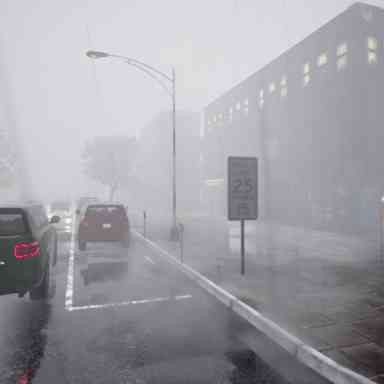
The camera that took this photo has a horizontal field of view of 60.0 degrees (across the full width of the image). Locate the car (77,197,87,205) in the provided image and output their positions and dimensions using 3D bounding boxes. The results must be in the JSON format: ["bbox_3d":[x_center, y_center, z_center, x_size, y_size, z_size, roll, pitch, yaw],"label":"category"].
[{"bbox_3d":[-20.360,1.594,61.450,1.802,1.307,4.206,1,0,-19],"label":"car"}]

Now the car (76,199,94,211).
[{"bbox_3d":[-13.041,1.578,40.521,1.947,1.339,4.313,1,0,-19],"label":"car"}]

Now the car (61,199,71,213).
[{"bbox_3d":[-14.795,1.489,37.524,1.882,1.535,5.008,0,0,-19],"label":"car"}]

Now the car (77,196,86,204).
[{"bbox_3d":[-22.245,1.537,66.844,1.752,1.417,4.829,1,0,-19],"label":"car"}]

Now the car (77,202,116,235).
[{"bbox_3d":[-5.720,1.447,19.591,1.967,1.590,4.097,1,0,-19],"label":"car"}]

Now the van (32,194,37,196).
[{"bbox_3d":[-26.433,1.352,53.441,1.690,1.788,3.998,1,0,-19],"label":"van"}]

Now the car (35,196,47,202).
[{"bbox_3d":[-33.755,1.558,74.370,2.008,1.369,4.403,1,0,-19],"label":"car"}]

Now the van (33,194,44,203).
[{"bbox_3d":[-31.922,1.350,69.138,1.690,1.788,3.998,1,0,-19],"label":"van"}]

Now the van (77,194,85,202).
[{"bbox_3d":[-25.846,1.351,77.150,1.690,1.788,3.998,1,0,-19],"label":"van"}]

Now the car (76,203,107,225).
[{"bbox_3d":[-7.552,1.559,24.824,2.008,1.369,4.403,1,0,-19],"label":"car"}]

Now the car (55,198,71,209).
[{"bbox_3d":[-18.119,1.613,46.865,1.895,1.301,4.718,0,0,-19],"label":"car"}]

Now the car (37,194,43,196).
[{"bbox_3d":[-30.094,1.450,63.906,1.967,1.590,4.097,1,0,-19],"label":"car"}]

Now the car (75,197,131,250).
[{"bbox_3d":[-3.889,1.320,14.359,2.192,1.841,5.009,1,0,-19],"label":"car"}]

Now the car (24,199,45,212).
[{"bbox_3d":[-19.005,1.612,40.312,1.895,1.301,4.718,0,0,-19],"label":"car"}]

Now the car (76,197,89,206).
[{"bbox_3d":[-18.529,1.563,56.218,2.008,1.369,4.403,1,0,-19],"label":"car"}]

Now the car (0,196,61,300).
[{"bbox_3d":[-4.573,1.224,8.129,2.150,2.045,5.566,0,0,-19],"label":"car"}]

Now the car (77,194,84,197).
[{"bbox_3d":[-9.379,1.325,30.058,2.192,1.841,5.009,1,0,-19],"label":"car"}]
